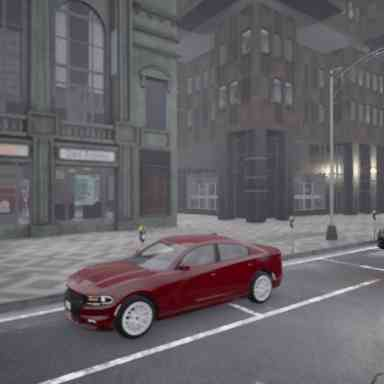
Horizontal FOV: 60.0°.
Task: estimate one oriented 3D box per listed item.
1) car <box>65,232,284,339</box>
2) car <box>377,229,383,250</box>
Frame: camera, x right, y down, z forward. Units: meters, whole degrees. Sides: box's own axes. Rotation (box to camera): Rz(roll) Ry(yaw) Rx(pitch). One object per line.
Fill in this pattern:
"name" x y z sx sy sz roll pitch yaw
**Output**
"car" -0.122 1.542 6.565 4.507 1.381 1.887 0 0 -36
"car" 9.054 1.558 13.114 4.313 1.339 1.947 0 0 -36
